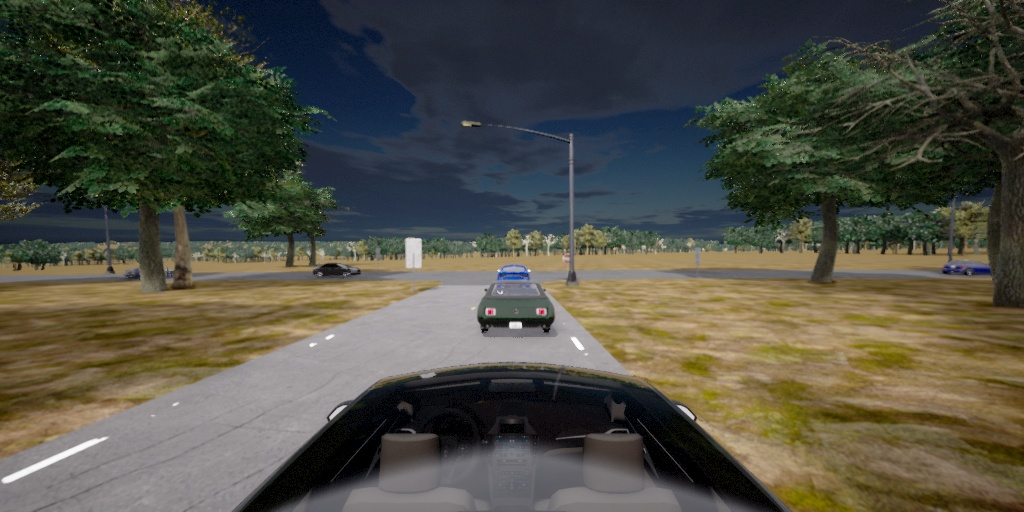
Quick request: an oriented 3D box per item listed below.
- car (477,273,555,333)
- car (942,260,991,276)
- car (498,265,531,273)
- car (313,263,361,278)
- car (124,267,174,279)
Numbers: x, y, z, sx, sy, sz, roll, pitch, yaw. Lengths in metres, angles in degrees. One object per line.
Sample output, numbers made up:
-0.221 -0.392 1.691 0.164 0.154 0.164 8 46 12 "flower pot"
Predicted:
0.096 1.363 10.762 1.895 1.301 4.718 0 0 0 "car"
50.648 1.211 39.620 4.553 1.767 2.097 0 2 -5 "car"
0.142 1.259 21.905 1.882 1.535 5.008 0 0 2 "car"
-18.802 1.518 38.568 4.892 1.490 1.837 0 2 3 "car"
-40.369 1.800 40.235 5.357 1.411 2.033 -1 2 6 "car"
